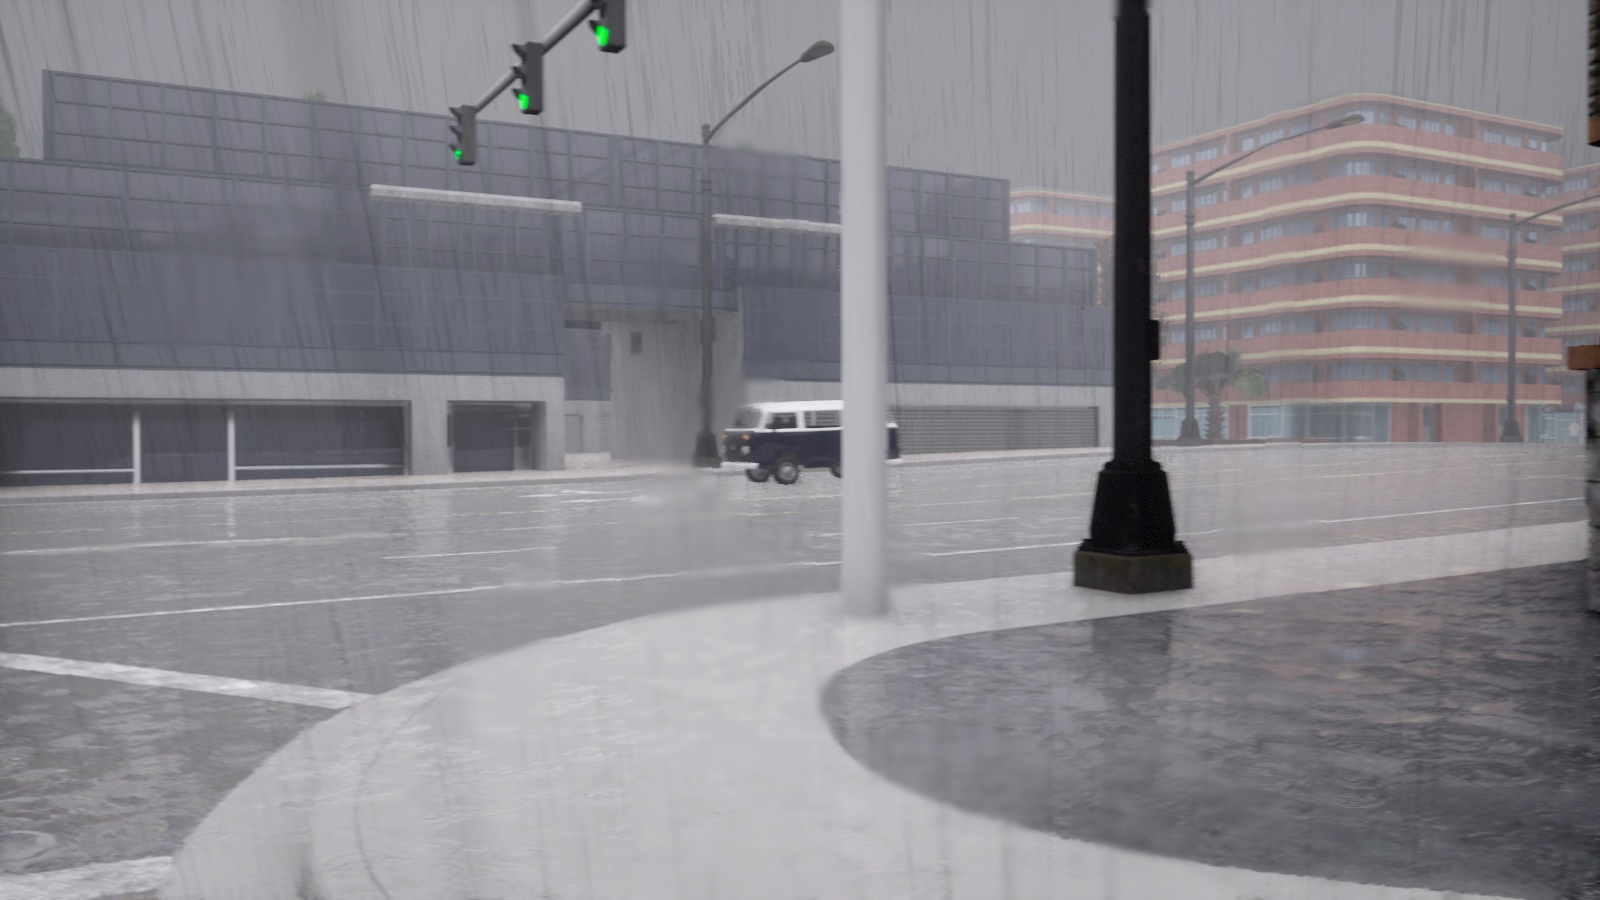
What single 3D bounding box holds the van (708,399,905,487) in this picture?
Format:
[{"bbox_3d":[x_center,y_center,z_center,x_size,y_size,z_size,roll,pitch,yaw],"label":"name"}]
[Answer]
[{"bbox_3d":[0.172,-0.214,31.548,4.480,2.038,2.069,-2,2,-28],"label":"van"}]
